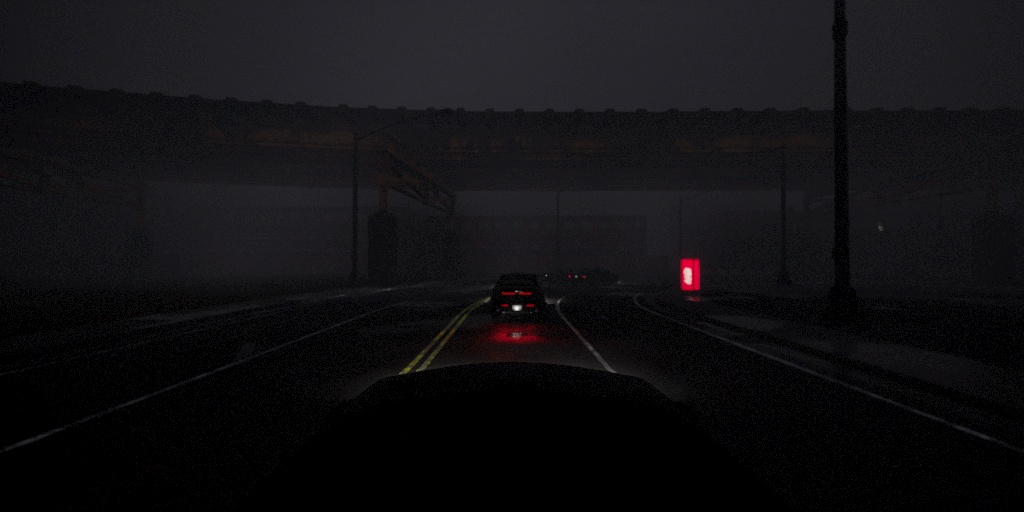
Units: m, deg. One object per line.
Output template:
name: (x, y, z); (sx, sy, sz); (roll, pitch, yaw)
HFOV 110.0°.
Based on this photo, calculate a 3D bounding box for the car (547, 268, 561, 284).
car: (3.840, 1.646, 30.375); (4.718, 1.301, 1.895); (1, -1, -42)

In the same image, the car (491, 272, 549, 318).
car: (0.290, 1.380, 13.706); (1.837, 1.490, 4.892); (0, 0, 3)

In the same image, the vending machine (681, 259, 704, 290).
vending machine: (11.023, 1.156, 22.178); (1.100, 2.100, 0.880); (0, 0, 42)

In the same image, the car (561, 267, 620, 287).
car: (6.416, 1.568, 27.936); (2.033, 1.411, 5.357); (-1, -1, 43)
